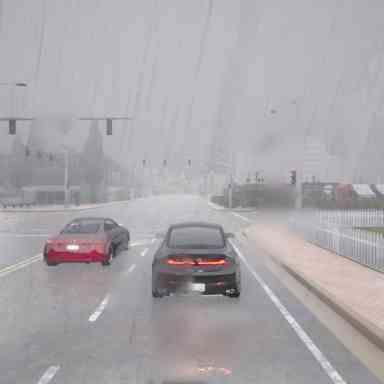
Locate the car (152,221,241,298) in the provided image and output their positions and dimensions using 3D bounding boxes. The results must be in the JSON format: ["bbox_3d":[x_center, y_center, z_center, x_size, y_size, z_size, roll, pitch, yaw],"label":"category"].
[{"bbox_3d":[0.083,1.505,8.519,1.837,1.490,4.892,0,0,0],"label":"car"}]

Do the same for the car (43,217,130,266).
[{"bbox_3d":[-3.423,1.564,11.556,1.994,1.385,4.181,0,0,0],"label":"car"}]
